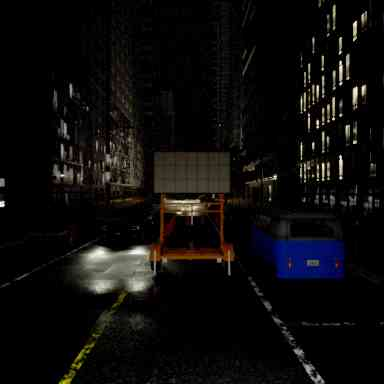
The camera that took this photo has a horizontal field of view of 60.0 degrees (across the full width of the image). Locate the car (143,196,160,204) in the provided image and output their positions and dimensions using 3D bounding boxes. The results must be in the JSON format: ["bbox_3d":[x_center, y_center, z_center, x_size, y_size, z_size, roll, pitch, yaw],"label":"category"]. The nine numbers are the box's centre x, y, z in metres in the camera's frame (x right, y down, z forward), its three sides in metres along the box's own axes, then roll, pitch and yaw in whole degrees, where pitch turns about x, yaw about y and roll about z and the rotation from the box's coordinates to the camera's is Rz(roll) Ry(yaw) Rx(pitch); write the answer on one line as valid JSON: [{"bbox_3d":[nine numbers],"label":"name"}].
[{"bbox_3d":[-5.689,1.548,43.404,2.008,1.369,4.403,0,0,0],"label":"car"}]

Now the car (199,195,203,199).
[{"bbox_3d":[2.692,1.538,54.785,2.008,1.369,4.403,0,0,0],"label":"car"}]

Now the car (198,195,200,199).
[{"bbox_3d":[2.693,1.410,66.170,1.967,1.590,4.097,0,0,0],"label":"car"}]

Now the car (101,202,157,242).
[{"bbox_3d":[-3.099,1.477,16.473,1.882,1.535,5.008,0,0,0],"label":"car"}]

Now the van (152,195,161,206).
[{"bbox_3d":[-5.688,1.328,54.789,1.690,1.788,3.998,0,0,0],"label":"van"}]

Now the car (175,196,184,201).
[{"bbox_3d":[-2.999,1.548,80.009,1.895,1.301,4.718,0,0,0],"label":"car"}]

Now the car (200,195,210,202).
[{"bbox_3d":[2.693,1.401,71.862,1.967,1.590,4.097,0,0,0],"label":"car"}]

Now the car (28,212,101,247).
[{"bbox_3d":[-5.690,1.581,14.941,1.802,1.307,4.206,0,0,0],"label":"car"}]

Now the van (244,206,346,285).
[{"bbox_3d":[2.691,1.341,9.246,1.690,1.788,3.998,0,0,0],"label":"van"}]

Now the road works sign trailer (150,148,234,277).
[{"bbox_3d":[0.001,0.464,10.265,2.380,3.560,2.880,0,0,0],"label":"road works sign trailer"}]

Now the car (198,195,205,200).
[{"bbox_3d":[2.694,1.462,94.633,1.887,1.381,4.507,0,0,0],"label":"car"}]

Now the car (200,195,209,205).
[{"bbox_3d":[2.692,1.544,49.093,2.008,1.369,4.403,0,0,0],"label":"car"}]

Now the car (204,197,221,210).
[{"bbox_3d":[2.692,1.581,37.708,1.802,1.307,4.206,0,0,0],"label":"car"}]

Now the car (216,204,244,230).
[{"bbox_3d":[2.691,1.581,20.630,1.802,1.307,4.206,0,0,0],"label":"car"}]
